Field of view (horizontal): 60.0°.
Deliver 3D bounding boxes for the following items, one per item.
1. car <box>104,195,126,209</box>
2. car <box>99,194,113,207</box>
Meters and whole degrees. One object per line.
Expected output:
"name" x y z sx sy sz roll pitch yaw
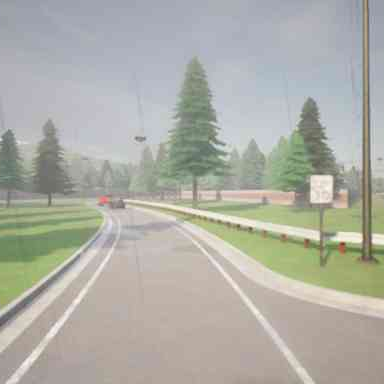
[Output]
"car" -10.319 1.561 45.461 2.128 1.511 4.902 0 0 -22
"car" -14.149 1.314 55.116 2.150 2.045 5.566 0 0 -22
